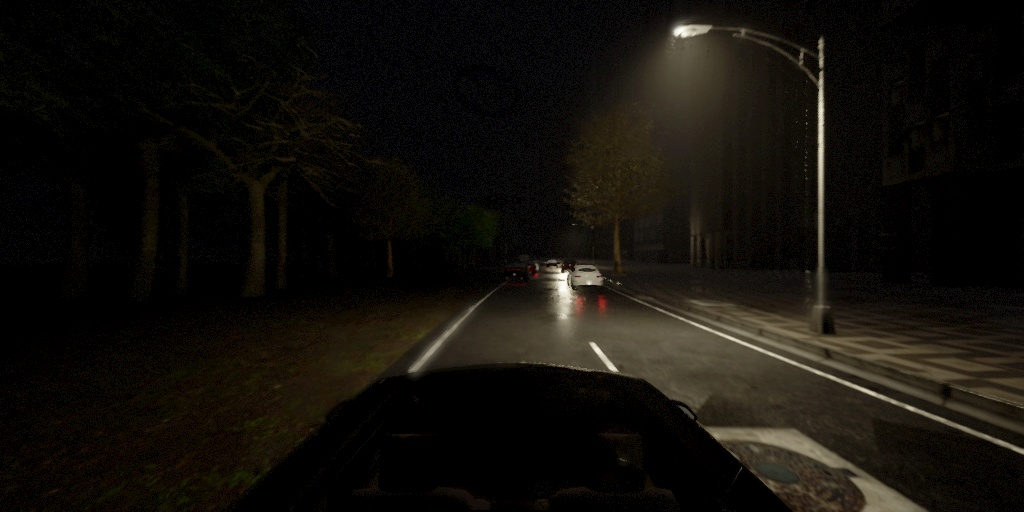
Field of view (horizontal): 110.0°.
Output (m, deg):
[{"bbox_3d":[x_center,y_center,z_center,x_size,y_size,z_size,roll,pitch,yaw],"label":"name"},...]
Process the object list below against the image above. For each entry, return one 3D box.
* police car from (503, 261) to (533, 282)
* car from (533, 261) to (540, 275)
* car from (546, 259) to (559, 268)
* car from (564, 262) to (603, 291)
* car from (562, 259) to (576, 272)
[{"bbox_3d":[0.442,1.194,29.541,1.930,1.638,5.238,0,0,6],"label":"police car"},{"bbox_3d":[1.658,1.255,39.329,1.882,1.535,5.008,0,0,8],"label":"car"},{"bbox_3d":[7.117,1.400,63.982,1.895,1.301,4.718,0,0,9],"label":"car"},{"bbox_3d":[4.479,1.298,22.280,1.812,1.442,4.674,0,0,5],"label":"car"},{"bbox_3d":[7.456,1.143,45.959,2.097,1.767,4.553,0,0,10],"label":"car"}]
